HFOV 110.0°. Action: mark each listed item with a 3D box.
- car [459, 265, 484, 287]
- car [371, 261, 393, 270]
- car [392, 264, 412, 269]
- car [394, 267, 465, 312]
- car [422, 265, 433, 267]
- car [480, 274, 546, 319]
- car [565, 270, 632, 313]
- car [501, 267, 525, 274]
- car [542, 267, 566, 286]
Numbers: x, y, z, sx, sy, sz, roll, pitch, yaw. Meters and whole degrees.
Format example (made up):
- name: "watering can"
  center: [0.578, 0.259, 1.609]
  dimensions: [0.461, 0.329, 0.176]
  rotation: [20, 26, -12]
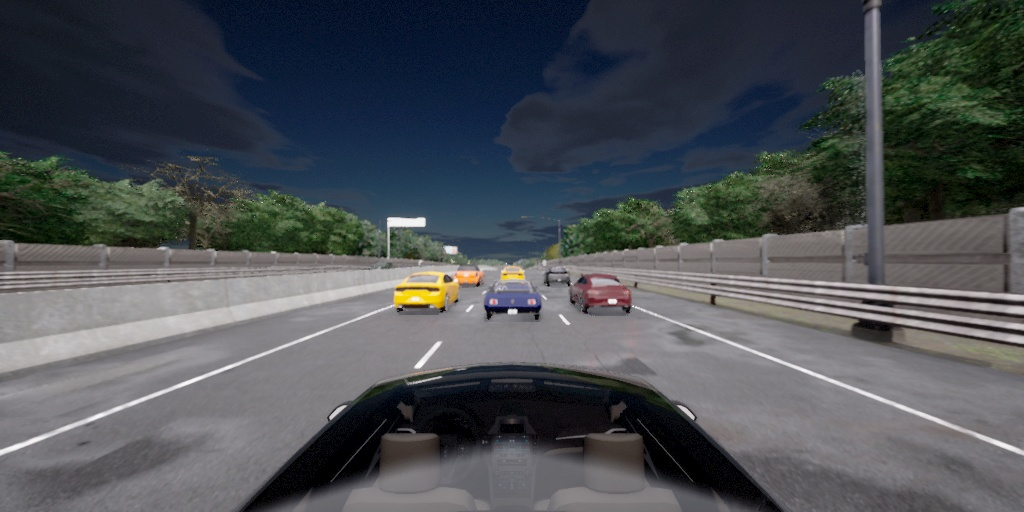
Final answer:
- name: "car"
  center: [-3.443, 1.500, 29.146]
  dimensions: [2.097, 1.767, 4.553]
  rotation: [0, -1, 0]
- name: "car"
  center: [-21.016, 1.892, 58.528]
  dimensions: [2.150, 2.045, 5.566]
  rotation: [0, -1, 1]
- name: "car"
  center: [-17.524, 2.274, 58.598]
  dimensions: [1.895, 1.301, 4.718]
  rotation: [0, -1, 1]
- name: "car"
  center: [-3.441, 1.414, 15.317]
  dimensions: [1.882, 1.535, 5.008]
  rotation: [0, -1, 1]
- name: "car"
  center: [-14.033, 2.165, 58.611]
  dimensions: [2.128, 1.511, 4.902]
  rotation: [0, -1, 1]
- name: "car"
  center: [0.045, 1.512, 13.576]
  dimensions: [1.895, 1.301, 4.718]
  rotation: [0, -1, 1]
- name: "car"
  center: [3.555, 1.456, 14.909]
  dimensions: [1.812, 1.442, 4.674]
  rotation: [0, -1, 0]
- name: "car"
  center: [0.065, 1.646, 30.353]
  dimensions: [1.882, 1.535, 5.008]
  rotation: [0, -1, 0]
- name: "car"
  center: [3.558, 1.642, 29.195]
  dimensions: [2.128, 1.511, 4.902]
  rotation: [0, -1, 0]
